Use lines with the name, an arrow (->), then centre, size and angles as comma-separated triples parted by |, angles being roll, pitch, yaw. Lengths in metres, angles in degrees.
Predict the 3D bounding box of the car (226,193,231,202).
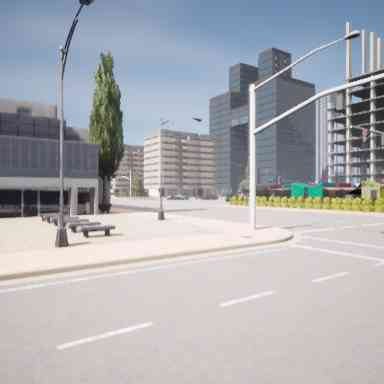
car -> 8.348, 1.112, 65.959 | 3.866, 1.878, 1.905 | 0, 0, -34

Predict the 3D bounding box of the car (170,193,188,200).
car -> -2.654, 1.110, 82.209 | 3.866, 1.878, 1.905 | 0, 0, -34

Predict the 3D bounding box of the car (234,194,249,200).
car -> 13.341, 1.353, 89.731 | 3.806, 1.475, 1.970 | 0, 0, -34

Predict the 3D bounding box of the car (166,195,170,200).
car -> -4.227, 1.107, 84.639 | 4.605, 1.855, 1.932 | 0, 0, -34

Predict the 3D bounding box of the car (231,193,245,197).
car -> 9.958, 1.352, 63.552 | 3.806, 1.475, 1.970 | 0, 0, -34
